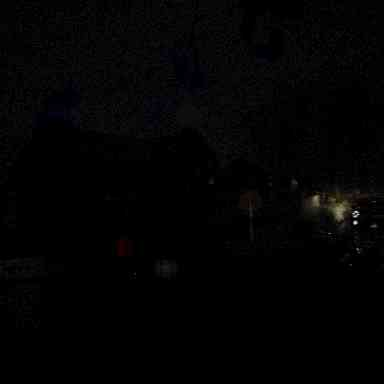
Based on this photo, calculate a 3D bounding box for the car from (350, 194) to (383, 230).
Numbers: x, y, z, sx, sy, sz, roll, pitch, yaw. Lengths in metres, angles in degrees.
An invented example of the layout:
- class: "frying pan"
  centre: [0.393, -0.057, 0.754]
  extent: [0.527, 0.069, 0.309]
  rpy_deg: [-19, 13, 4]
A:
- class: "car"
  centre: [9.940, 1.067, 18.228]
  extent: [2.097, 1.767, 4.553]
  rpy_deg: [-3, -1, 29]

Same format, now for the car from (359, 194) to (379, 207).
- class: "car"
  centre: [21.682, 1.002, 40.928]
  extent: [1.994, 1.385, 4.181]
  rpy_deg: [-3, -1, 26]
